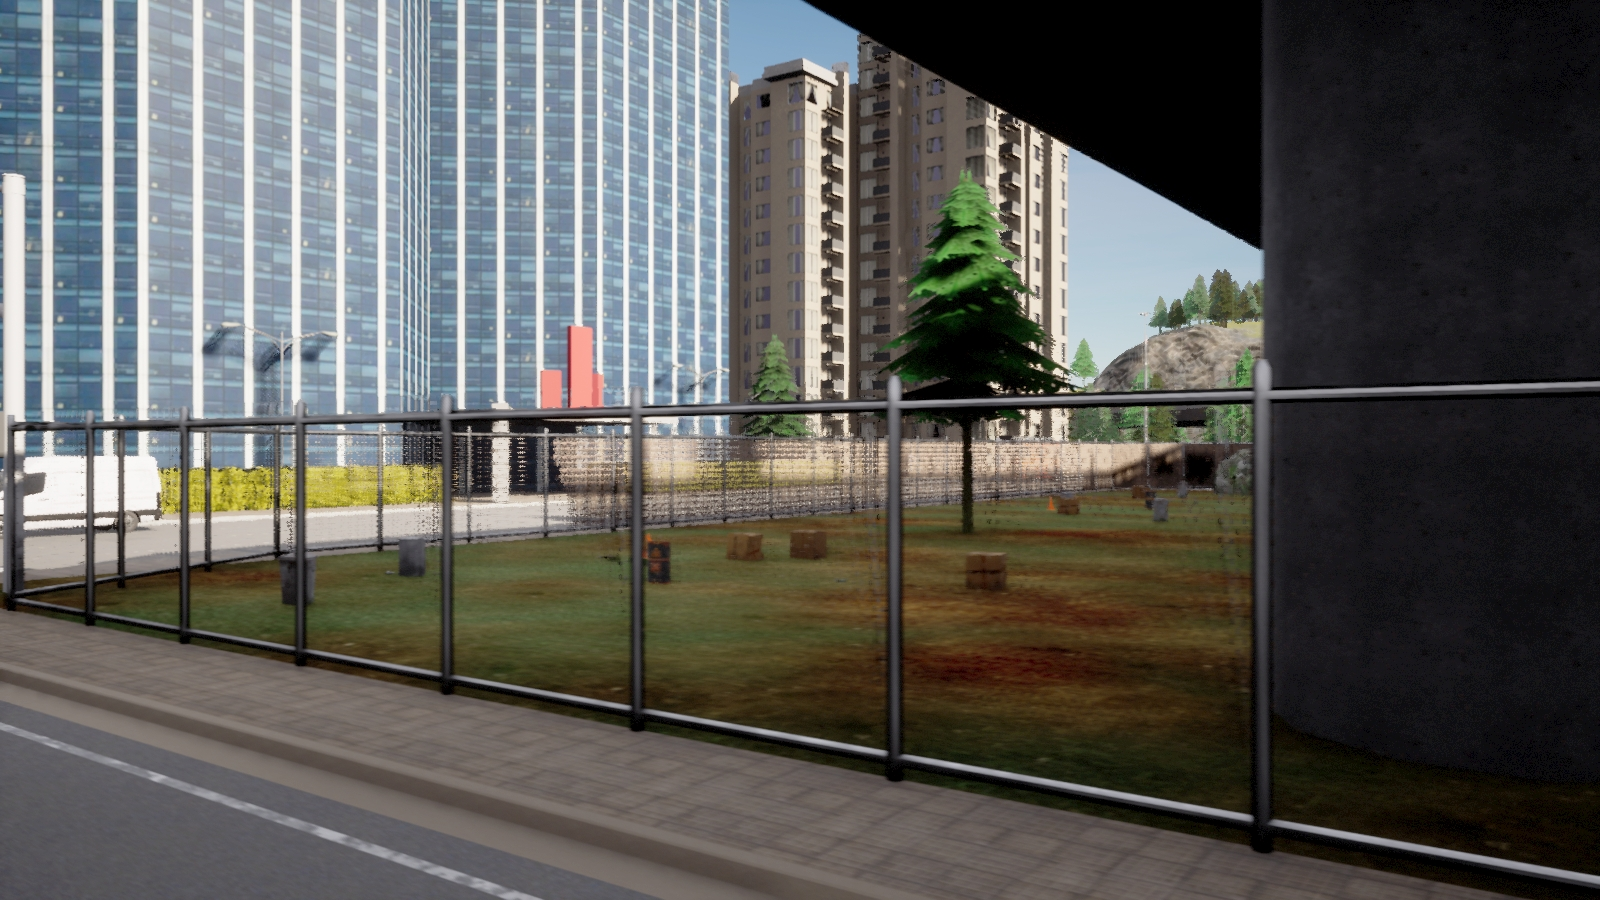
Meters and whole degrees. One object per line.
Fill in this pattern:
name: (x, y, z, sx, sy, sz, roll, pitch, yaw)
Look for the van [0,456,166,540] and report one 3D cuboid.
van: (-24.154, 1.479, 37.132, 1.988, 2.561, 5.915, 0, 0, 35)
